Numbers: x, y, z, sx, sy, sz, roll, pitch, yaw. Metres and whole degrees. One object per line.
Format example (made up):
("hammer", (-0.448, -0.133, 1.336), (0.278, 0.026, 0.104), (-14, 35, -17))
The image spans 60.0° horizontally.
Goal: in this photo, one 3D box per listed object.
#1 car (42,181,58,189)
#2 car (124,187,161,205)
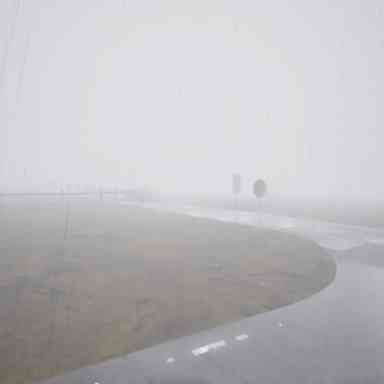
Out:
("car", (-25.869, -1.307, 60.445), (2.033, 1.411, 5.357), (2, 1, -36))
("car", (-4.602, 0.327, 30.631), (2.128, 1.511, 4.902), (2, 2, -36))
